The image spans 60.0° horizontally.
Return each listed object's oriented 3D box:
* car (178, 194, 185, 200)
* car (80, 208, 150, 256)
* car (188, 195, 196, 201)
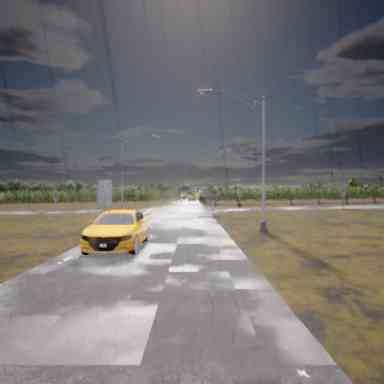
[{"bbox_3d":[-2.786,1.376,91.811,2.128,1.511,4.902,0,0,0],"label":"car"},{"bbox_3d":[-2.849,1.441,13.183,1.882,1.535,5.008,0,0,0],"label":"car"},{"bbox_3d":[-0.034,1.551,87.611,2.097,1.767,4.553,0,0,0],"label":"car"}]
